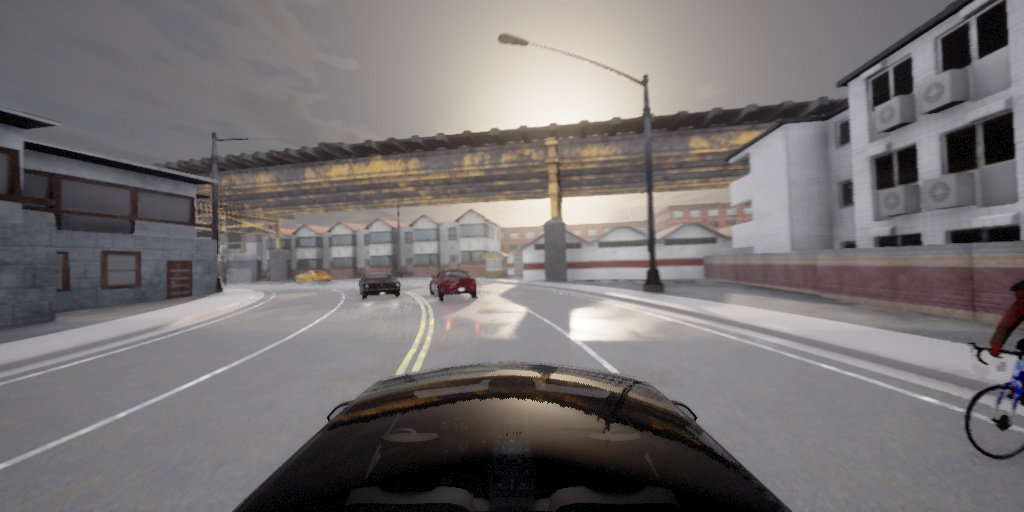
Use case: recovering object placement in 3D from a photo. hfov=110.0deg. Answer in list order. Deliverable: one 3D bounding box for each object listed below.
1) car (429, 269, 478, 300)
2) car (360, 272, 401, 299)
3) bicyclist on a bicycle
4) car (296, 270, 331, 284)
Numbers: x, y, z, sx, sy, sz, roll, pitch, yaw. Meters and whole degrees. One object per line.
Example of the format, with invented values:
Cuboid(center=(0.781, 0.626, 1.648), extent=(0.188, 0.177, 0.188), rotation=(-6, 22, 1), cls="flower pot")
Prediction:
Cuboid(center=(-3.050, 1.361, 18.303), extent=(1.812, 1.442, 4.674), rotation=(-1, 0, -20), cls="car")
Cuboid(center=(-7.312, 1.579, 19.730), extent=(1.895, 1.301, 4.718), rotation=(-1, -1, -25), cls="car")
Cuboid(center=(4.902, 1.030, 3.273), extent=(1.656, 1.620, 0.582), rotation=(-2, 0, -2), cls="bicyclist on a bicycle")
Cuboid(center=(-23.363, 2.430, 42.059), extent=(5.008, 1.535, 1.882), rotation=(-3, -2, 32), cls="car")
